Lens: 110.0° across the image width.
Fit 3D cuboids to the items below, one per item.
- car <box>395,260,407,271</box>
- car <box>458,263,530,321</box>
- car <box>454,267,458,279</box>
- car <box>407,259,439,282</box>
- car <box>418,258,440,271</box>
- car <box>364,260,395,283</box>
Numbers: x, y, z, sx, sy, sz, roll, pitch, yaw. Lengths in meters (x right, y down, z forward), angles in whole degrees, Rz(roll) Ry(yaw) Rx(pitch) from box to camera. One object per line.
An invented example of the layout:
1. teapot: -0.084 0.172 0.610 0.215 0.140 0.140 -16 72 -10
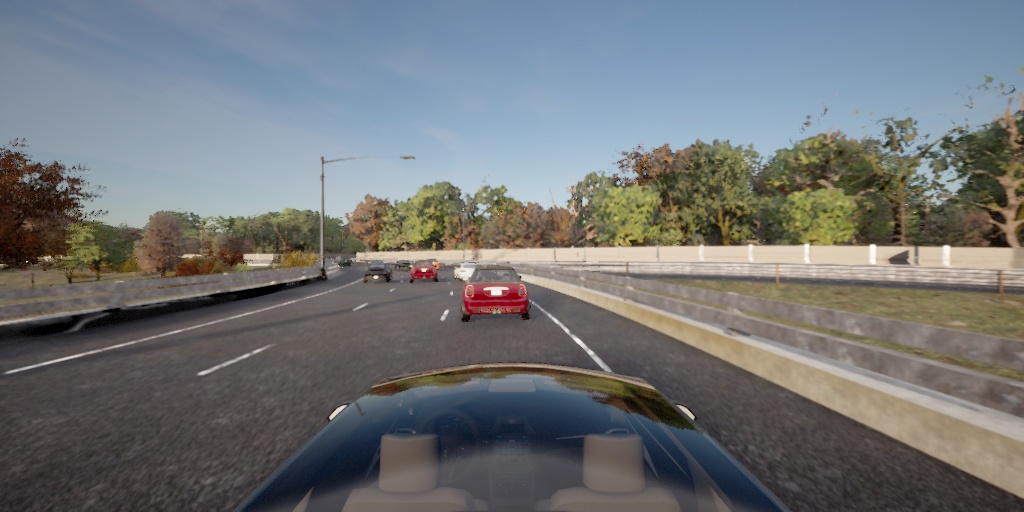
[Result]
1. car: -15.767 1.346 51.595 1.837 1.490 4.892 0 0 -27
2. car: -0.684 1.106 12.726 2.097 1.767 4.553 0 0 -6
3. car: -3.732 1.298 29.808 1.812 1.442 4.674 0 0 -15
4. car: -7.312 1.143 29.586 2.097 1.767 4.553 0 0 -15
5. car: -12.018 1.170 51.854 2.097 1.767 4.553 0 0 -26
6. car: -10.706 1.316 28.861 1.837 1.490 4.892 0 0 -15
